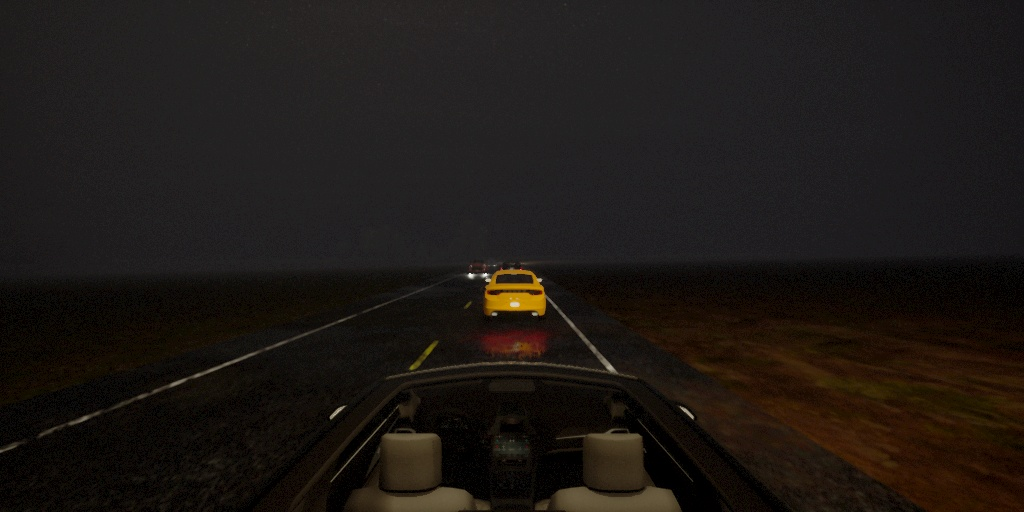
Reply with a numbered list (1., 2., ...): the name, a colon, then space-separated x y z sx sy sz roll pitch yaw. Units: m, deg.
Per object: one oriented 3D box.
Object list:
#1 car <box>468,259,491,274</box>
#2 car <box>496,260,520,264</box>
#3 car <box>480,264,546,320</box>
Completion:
1. car: -3.890 1.114 42.153 2.097 1.767 4.553 0 0 -1
2. car: -0.062 1.106 30.811 2.097 1.767 4.553 0 0 -1
3. car: 0.072 1.226 12.669 1.882 1.535 5.008 0 0 0
